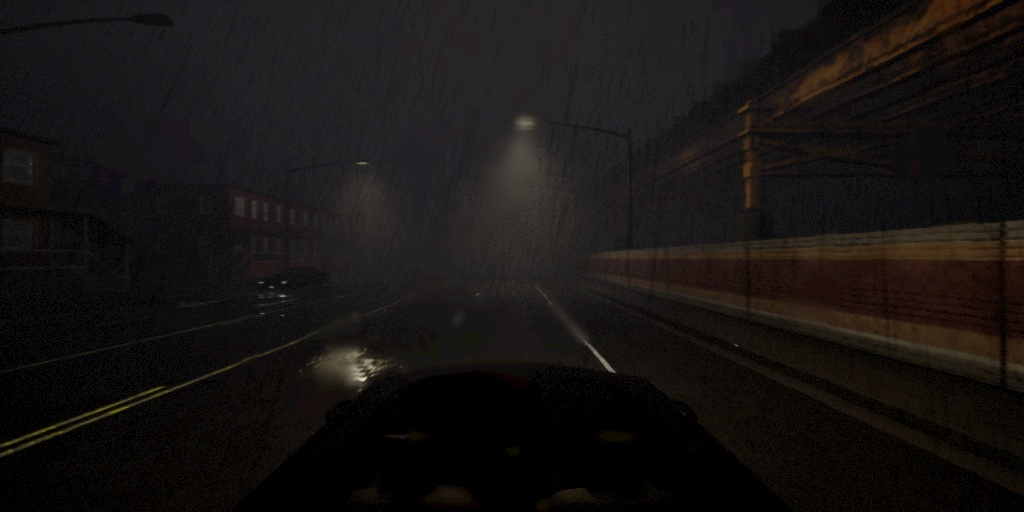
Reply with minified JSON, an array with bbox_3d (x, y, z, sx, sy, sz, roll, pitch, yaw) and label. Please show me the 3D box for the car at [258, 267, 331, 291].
[{"bbox_3d":[-14.000,1.442,23.531,2.033,1.411,5.357,0,0,0],"label":"car"}]
